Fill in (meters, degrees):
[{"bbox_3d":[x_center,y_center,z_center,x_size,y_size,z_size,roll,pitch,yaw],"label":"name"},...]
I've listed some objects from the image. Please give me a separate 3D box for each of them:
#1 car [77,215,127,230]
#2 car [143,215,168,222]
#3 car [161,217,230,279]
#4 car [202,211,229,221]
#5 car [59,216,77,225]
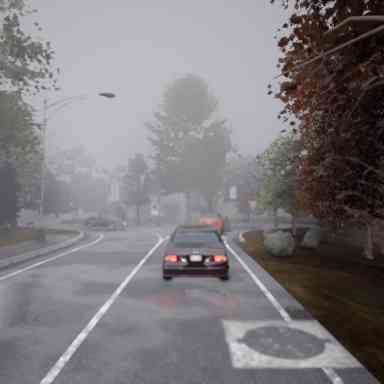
[{"bbox_3d":[-9.051,3.148,34.795,4.902,1.511,2.128,-1,-4,24],"label":"car"},{"bbox_3d":[-7.232,5.329,65.992,5.008,1.535,1.882,2,-5,-13],"label":"car"},{"bbox_3d":[0.115,1.734,10.566,2.033,1.411,5.357,0,-2,1],"label":"car"},{"bbox_3d":[1.890,2.483,27.790,2.097,1.767,4.553,-1,-4,14],"label":"car"},{"bbox_3d":[-19.199,4.555,53.061,1.812,1.442,4.674,-1,-5,13],"label":"car"}]
